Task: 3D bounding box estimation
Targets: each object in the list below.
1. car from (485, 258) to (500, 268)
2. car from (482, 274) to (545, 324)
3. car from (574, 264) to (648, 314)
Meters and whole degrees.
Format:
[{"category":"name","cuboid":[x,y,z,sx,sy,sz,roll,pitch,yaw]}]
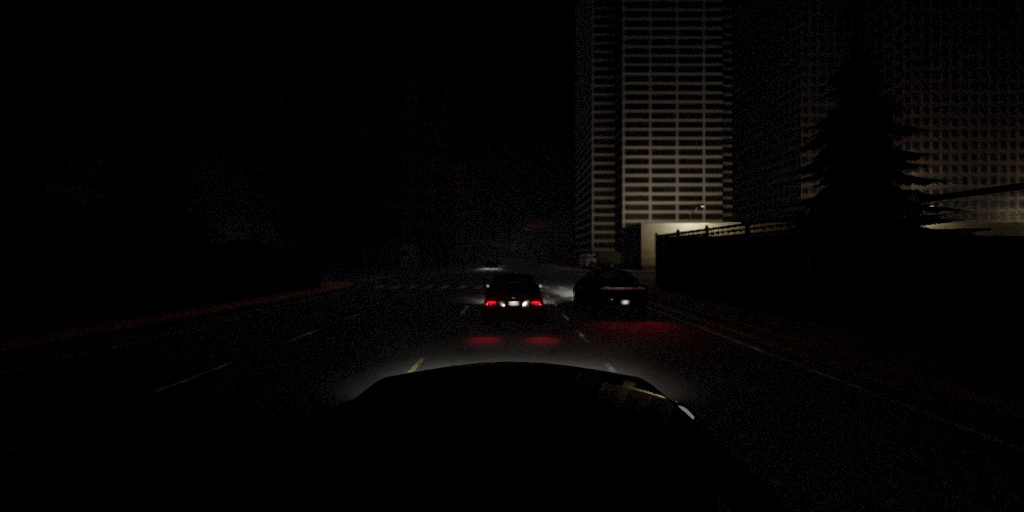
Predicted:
[{"category":"car","cuboid":[-3.497,1.347,61.229,1.895,1.301,4.718,0,0,1]},{"category":"car","cuboid":[0.064,1.297,11.977,2.033,1.411,5.357,0,0,0]},{"category":"car","cuboid":[3.575,1.241,13.687,2.128,1.511,4.902,0,0,0]}]
